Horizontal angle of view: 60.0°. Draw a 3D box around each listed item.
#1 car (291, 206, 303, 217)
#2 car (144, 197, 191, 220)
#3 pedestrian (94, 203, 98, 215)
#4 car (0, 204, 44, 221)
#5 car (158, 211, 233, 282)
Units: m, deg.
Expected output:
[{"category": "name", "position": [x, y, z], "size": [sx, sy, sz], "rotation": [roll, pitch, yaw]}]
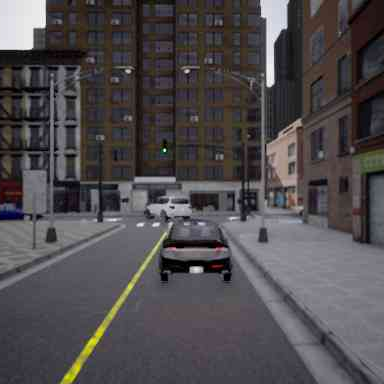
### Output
[{"category": "car", "position": [12.057, 1.615, 32.351], "size": [4.674, 1.442, 1.812], "rotation": [-1, -1, -1]}, {"category": "car", "position": [-2.140, 1.408, 28.410], "size": [2.150, 2.045, 5.566], "rotation": [1, -1, -31]}, {"category": "pedestrian", "position": [-10.165, 1.735, 35.111], "size": [0.375, 1.300, 0.375], "rotation": [0, 0, -1]}, {"category": "car", "position": [-15.479, 1.773, 28.801], "size": [5.008, 1.535, 1.882], "rotation": [0, -1, -2]}, {"category": "car", "position": [0.095, 1.558, 9.975], "size": [2.128, 1.511, 4.902], "rotation": [0, 0, 0]}]
